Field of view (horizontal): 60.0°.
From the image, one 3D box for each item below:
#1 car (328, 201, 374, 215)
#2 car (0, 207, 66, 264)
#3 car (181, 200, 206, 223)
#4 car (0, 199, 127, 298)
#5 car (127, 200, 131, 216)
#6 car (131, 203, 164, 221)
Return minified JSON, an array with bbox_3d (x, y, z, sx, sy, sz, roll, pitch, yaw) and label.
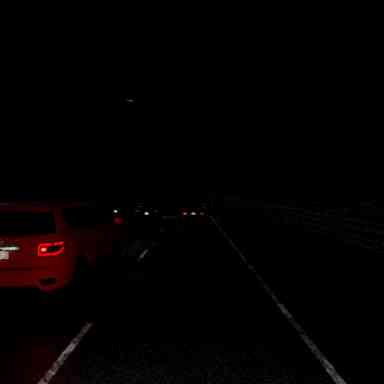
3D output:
[{"bbox_3d":[17.416,1.691,36.857,2.033,1.411,5.357,0,0,-17],"label":"car"},{"bbox_3d":[-6.891,1.471,12.839,2.128,1.511,4.902,1,0,0],"label":"car"},{"bbox_3d":[0.102,1.555,25.537,2.033,1.411,5.357,0,0,0],"label":"car"},{"bbox_3d":[-3.403,1.221,8.618,2.150,2.045,5.566,0,0,0],"label":"car"},{"bbox_3d":[-6.906,1.499,32.532,1.837,1.490,4.892,0,-1,0],"label":"car"},{"bbox_3d":[-3.401,1.572,26.937,1.994,1.385,4.181,0,0,0],"label":"car"}]
